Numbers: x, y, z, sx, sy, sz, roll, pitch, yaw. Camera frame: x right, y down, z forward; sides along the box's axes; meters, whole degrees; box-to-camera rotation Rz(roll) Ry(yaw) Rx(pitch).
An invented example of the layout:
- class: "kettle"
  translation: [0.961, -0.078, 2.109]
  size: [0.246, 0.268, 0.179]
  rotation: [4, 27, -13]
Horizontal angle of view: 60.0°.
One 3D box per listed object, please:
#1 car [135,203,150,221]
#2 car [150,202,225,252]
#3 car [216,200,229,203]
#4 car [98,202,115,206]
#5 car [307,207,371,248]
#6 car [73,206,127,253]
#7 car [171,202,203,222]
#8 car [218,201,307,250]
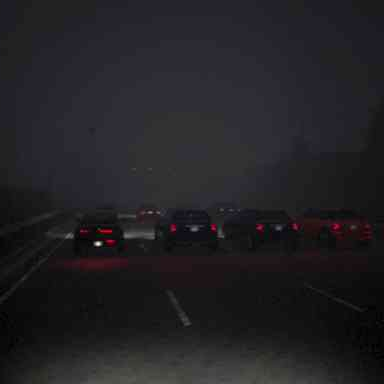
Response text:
- class: "car"
  translation: [-3.887, 1.707, 29.150]
  size: [2.033, 1.411, 5.357]
  rotation: [1, 0, -13]
- class: "car"
  translation: [-0.397, 1.451, 14.660]
  size: [2.097, 1.767, 4.553]
  rotation: [1, -1, -13]
- class: "car"
  translation: [2.900, 1.611, 30.879]
  size: [2.097, 1.767, 4.553]
  rotation: [1, -1, -13]
- class: "car"
  translation: [-7.361, 1.618, 28.646]
  size: [1.837, 1.490, 4.892]
  rotation: [1, 0, -13]
- class: "car"
  translation: [6.409, 1.552, 16.294]
  size: [2.097, 1.767, 4.553]
  rotation: [1, -1, -13]
- class: "car"
  translation: [-3.850, 1.559, 14.051]
  size: [1.837, 1.490, 4.892]
  rotation: [1, 0, -13]
- class: "car"
  translation: [-0.557, 1.719, 30.287]
  size: [1.837, 1.490, 4.892]
  rotation: [1, 0, -13]
- class: "car"
  translation: [3.006, 1.502, 15.478]
  size: [2.097, 1.767, 4.553]
  rotation: [1, -1, -13]
